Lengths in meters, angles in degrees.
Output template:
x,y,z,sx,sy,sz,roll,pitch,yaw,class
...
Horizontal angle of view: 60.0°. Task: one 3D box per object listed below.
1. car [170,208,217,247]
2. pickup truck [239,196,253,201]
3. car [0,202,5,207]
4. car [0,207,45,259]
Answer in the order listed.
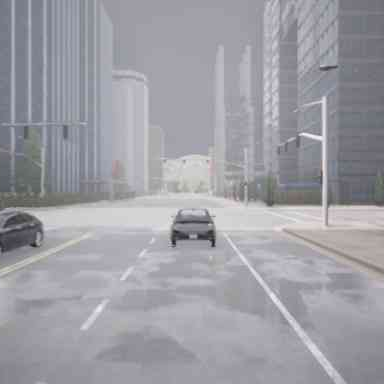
x,y,z,sx,sy,sz,roll,pitch,yaw,class
0.071,1.464,14.971,2.128,1.511,4.902,0,0,0,car
12.888,0.922,76.484,2.390,2.098,6.274,0,0,30,pickup truck
-21.266,1.441,33.084,4.892,1.490,1.837,0,-1,5,car
-7.048,1.483,11.972,1.837,1.490,4.892,0,0,0,car
